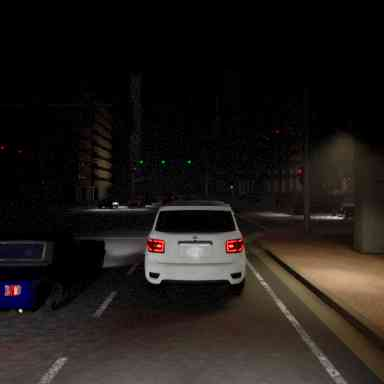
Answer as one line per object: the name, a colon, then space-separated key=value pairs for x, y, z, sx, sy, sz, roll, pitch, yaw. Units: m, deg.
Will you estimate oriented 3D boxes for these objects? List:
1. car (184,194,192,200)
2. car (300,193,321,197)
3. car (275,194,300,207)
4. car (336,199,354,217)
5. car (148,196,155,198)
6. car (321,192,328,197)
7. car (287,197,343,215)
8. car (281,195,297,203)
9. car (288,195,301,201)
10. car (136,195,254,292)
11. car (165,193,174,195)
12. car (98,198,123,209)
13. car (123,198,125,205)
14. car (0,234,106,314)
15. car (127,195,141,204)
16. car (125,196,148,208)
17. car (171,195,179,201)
car: x=-0.979 y=1.304 z=85.781 sx=1.882 sy=1.535 sz=5.008 roll=0 pitch=0 yaw=0
car: x=16.136 y=1.156 z=47.027 sx=1.905 sy=1.878 sz=3.866 roll=0 pitch=0 yaw=0
car: x=13.242 y=1.153 z=47.078 sx=1.932 sy=1.855 sz=4.605 roll=0 pitch=0 yaw=0
car: x=15.453 y=1.564 z=29.314 sx=4.181 sy=1.385 sz=1.994 roll=0 pitch=0 yaw=1
car: x=-7.935 y=1.505 z=57.032 sx=1.837 sy=1.490 sz=4.892 roll=0 pitch=0 yaw=0
car: x=30.159 y=1.153 z=79.658 sx=1.932 sy=1.855 sz=4.605 roll=0 pitch=0 yaw=0
car: x=12.298 y=1.505 z=32.849 sx=4.892 sy=1.490 sz=1.837 roll=0 pitch=0 yaw=0
car: x=18.826 y=1.395 z=64.496 sx=1.970 sy=1.475 sz=3.806 roll=0 pitch=0 yaw=0
car: x=24.580 y=1.395 z=79.603 sx=1.970 sy=1.475 sz=3.806 roll=0 pitch=0 yaw=0
car: x=0.094 y=1.222 z=9.057 sx=2.150 sy=2.045 sz=5.566 roll=0 pitch=0 yaw=1
car: x=-4.280 y=1.221 z=63.594 sx=2.150 sy=2.045 sz=5.566 roll=0 pitch=0 yaw=0
car: x=-11.401 y=1.547 z=45.662 sx=2.033 sy=1.411 sz=5.357 roll=0 pitch=0 yaw=0
car: x=-11.432 y=1.601 z=55.254 sx=1.895 sy=1.301 sz=4.718 roll=0 pitch=0 yaw=0
car: x=-3.416 y=1.601 z=7.569 sx=1.895 sy=1.301 sz=4.718 roll=0 pitch=0 yaw=0
car: x=-11.420 y=1.478 z=65.740 sx=1.882 sy=1.535 sz=5.008 roll=0 pitch=0 yaw=0
car: x=-7.906 y=1.478 z=47.761 sx=1.882 sy=1.535 sz=5.008 roll=0 pitch=0 yaw=0
car: x=-4.479 y=1.500 z=85.783 sx=1.837 sy=1.490 sz=4.892 roll=0 pitch=0 yaw=0
